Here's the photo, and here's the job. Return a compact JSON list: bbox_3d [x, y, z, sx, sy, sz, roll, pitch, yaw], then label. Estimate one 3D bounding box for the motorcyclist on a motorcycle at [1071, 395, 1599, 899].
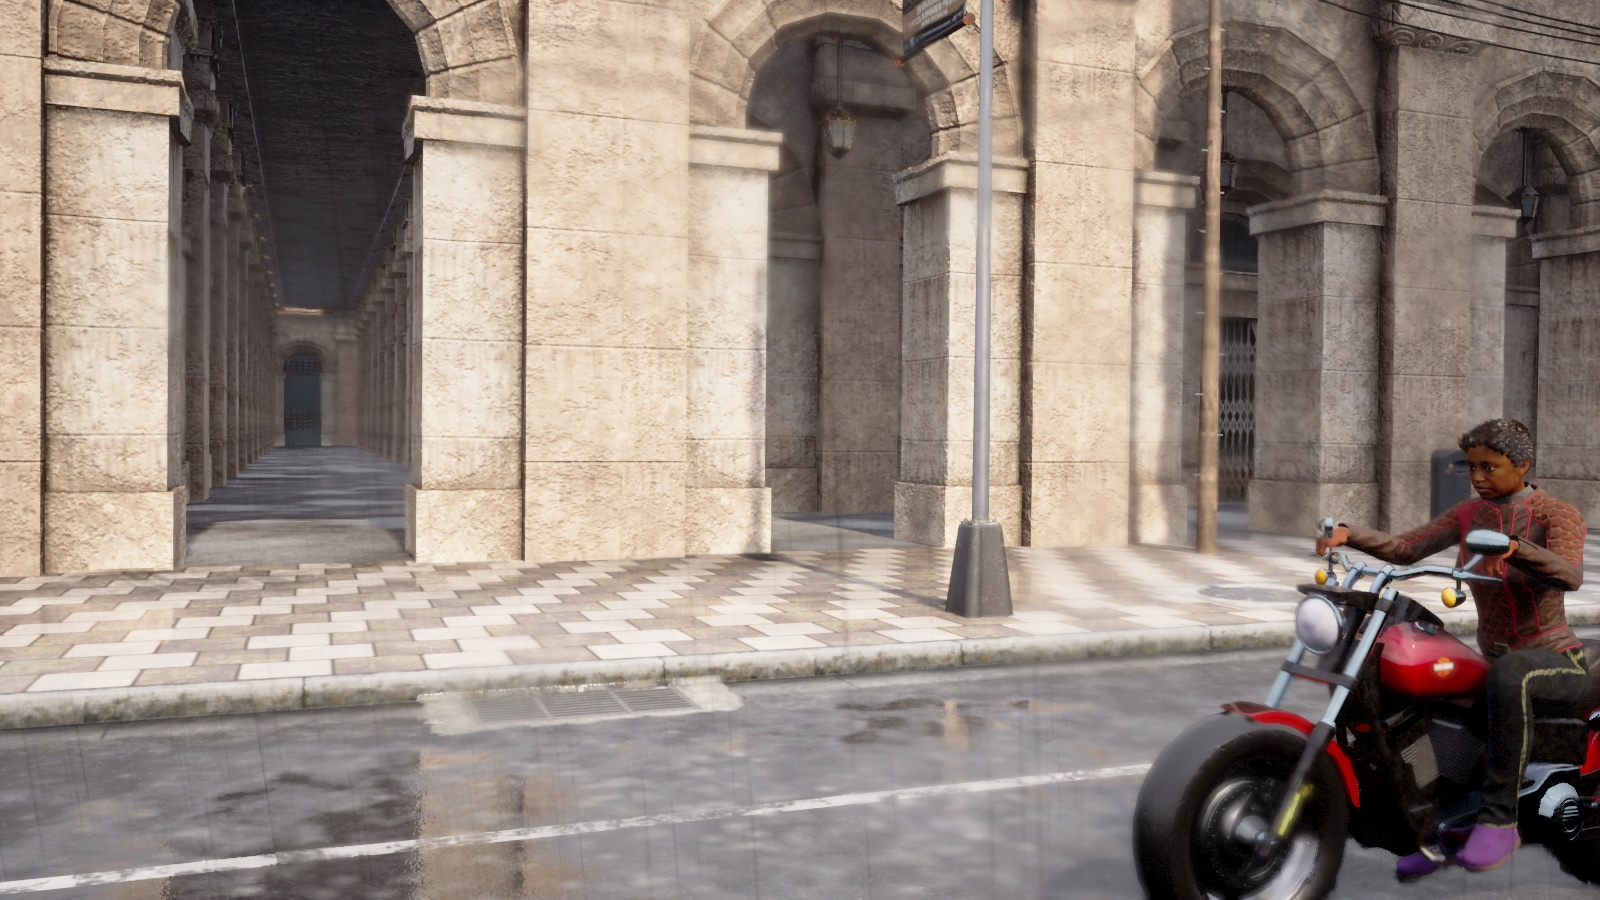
[{"bbox_3d":[2.107,0.660,4.062,2.350,1.649,0.766,-1,1,-21],"label":"motorcyclist on a motorcycle"}]
